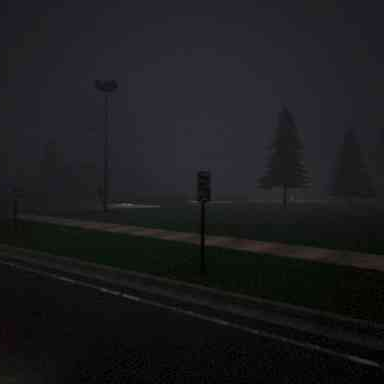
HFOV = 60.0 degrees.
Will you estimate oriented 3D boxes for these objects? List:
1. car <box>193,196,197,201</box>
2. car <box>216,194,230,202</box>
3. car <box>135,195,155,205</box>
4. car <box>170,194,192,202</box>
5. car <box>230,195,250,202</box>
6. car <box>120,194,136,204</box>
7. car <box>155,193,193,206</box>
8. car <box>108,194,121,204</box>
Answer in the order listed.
[{"bbox_3d":[1.717,1.177,65.823,1.994,1.385,4.181,1,0,35],"label":"car"},{"bbox_3d":[7.025,1.192,67.282,2.033,1.411,5.357,1,0,35],"label":"car"},{"bbox_3d":[-5.654,1.247,49.327,1.895,1.301,4.718,1,0,35],"label":"car"},{"bbox_3d":[-2.100,1.081,66.486,1.837,1.490,4.892,1,1,35],"label":"car"},{"bbox_3d":[9.752,1.249,65.079,1.994,1.385,4.181,1,0,35],"label":"car"},{"bbox_3d":[-8.431,1.173,51.455,1.994,1.385,4.181,1,0,35],"label":"car"},{"bbox_3d":[-2.470,1.175,47.771,2.128,1.511,4.902,1,0,35],"label":"car"},{"bbox_3d":[-11.366,1.097,53.361,1.812,1.442,4.674,1,0,35],"label":"car"}]
